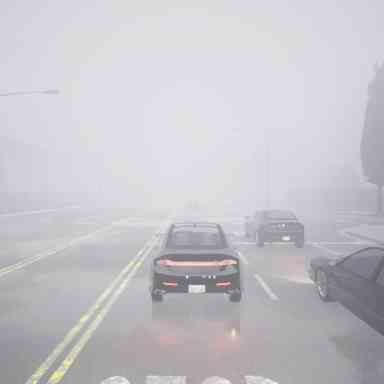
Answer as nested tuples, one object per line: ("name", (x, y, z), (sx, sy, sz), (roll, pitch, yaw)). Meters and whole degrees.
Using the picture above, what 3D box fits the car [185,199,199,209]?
("car", (-0.008, 1.601, 44.106), (1.895, 1.301, 4.718), (0, 0, 0))

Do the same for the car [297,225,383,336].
("car", (3.587, 1.547, 5.242), (2.033, 1.411, 5.357), (0, 0, 0))

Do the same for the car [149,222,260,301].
("car", (0.080, 1.492, 8.287), (2.128, 1.511, 4.902), (0, 0, 0))

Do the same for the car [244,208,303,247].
("car", (3.562, 1.505, 14.989), (1.837, 1.490, 4.892), (0, 0, 0))
